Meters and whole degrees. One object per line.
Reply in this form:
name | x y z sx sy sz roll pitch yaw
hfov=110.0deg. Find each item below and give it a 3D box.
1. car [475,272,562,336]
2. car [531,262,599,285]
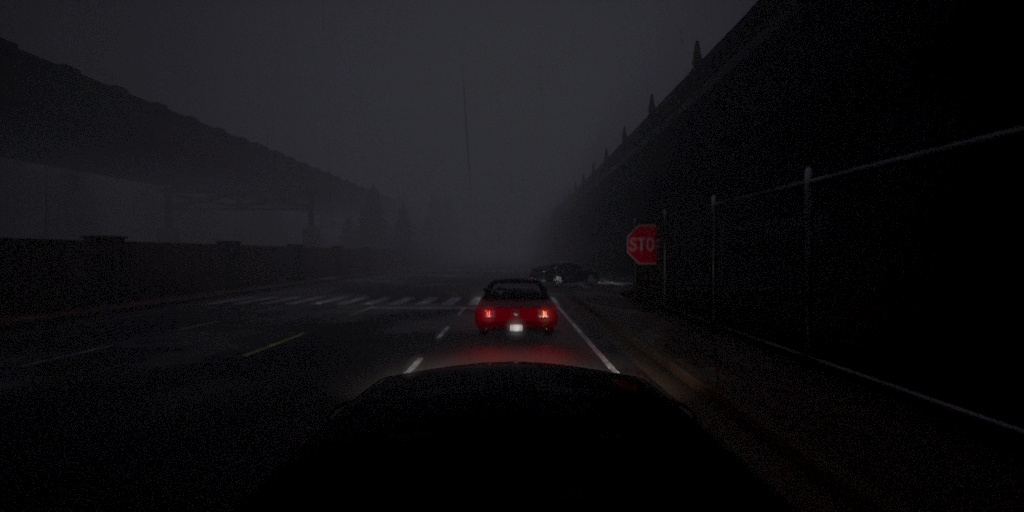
car | 0.101 1.296 10.192 1.895 1.301 4.718 0 0 0
car | 3.405 1.121 22.729 4.892 1.490 1.837 0 -1 -33
